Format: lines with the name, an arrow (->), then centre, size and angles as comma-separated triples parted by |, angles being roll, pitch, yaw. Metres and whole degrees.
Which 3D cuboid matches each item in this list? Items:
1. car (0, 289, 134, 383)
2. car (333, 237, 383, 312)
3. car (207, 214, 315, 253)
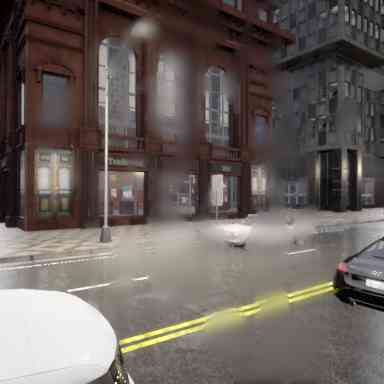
car -> -2.926, 1.221, 1.348 | 5.566, 2.045, 2.150 | 0, 0, -36
car -> 4.811, 1.562, 6.888 | 4.181, 1.385, 1.994 | 0, 0, -35
car -> 2.903, 1.597, 13.753 | 4.718, 1.301, 1.895 | 0, 0, -36
